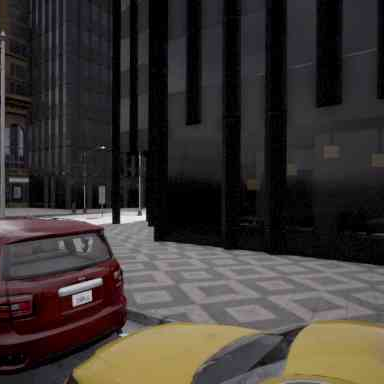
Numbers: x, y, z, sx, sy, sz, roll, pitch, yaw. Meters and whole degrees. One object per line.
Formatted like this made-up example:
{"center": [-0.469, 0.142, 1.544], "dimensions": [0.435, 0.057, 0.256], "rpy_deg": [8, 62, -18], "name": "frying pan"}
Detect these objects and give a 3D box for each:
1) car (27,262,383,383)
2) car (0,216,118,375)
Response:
{"center": [1.064, 1.525, 2.200], "dimensions": [4.829, 1.417, 1.752], "rpy_deg": [0, 0, 35], "name": "car"}
{"center": [-3.217, 1.314, 5.249], "dimensions": [5.009, 1.841, 2.192], "rpy_deg": [0, 0, 35], "name": "car"}
